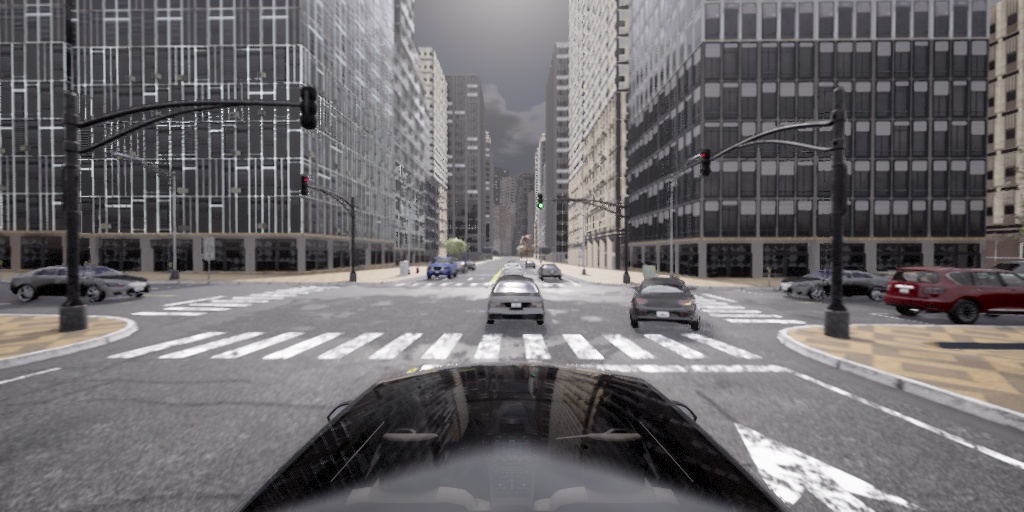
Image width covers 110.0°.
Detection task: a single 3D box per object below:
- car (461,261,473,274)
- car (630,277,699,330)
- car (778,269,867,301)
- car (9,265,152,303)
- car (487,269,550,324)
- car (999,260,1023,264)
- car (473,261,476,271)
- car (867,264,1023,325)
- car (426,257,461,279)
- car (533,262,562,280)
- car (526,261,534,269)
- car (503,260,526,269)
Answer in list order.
[{"bbox_3d":[-6.555,1.390,44.266,2.128,1.511,4.902,0,0,0],"label":"car"},{"bbox_3d":[4.965,1.417,11.707,1.812,1.442,4.674,-1,-1,24],"label":"car"},{"bbox_3d":[16.450,1.437,18.378,4.902,1.511,2.128,1,1,1],"label":"car"},{"bbox_3d":[-18.797,1.162,15.766,4.902,1.511,2.128,1,1,1],"label":"car"},{"bbox_3d":[0.117,1.419,12.735,2.033,1.411,5.357,1,1,0],"label":"car"},{"bbox_3d":[26.343,1.253,18.203,5.566,2.045,2.150,0,1,1],"label":"car"},{"bbox_3d":[-6.489,1.478,54.572,2.033,1.411,5.357,0,0,0],"label":"car"},{"bbox_3d":[16.195,1.326,12.599,5.009,1.841,2.192,0,0,1],"label":"car"},{"bbox_3d":[-6.591,1.088,34.349,2.150,2.045,5.566,0,0,0],"label":"car"},{"bbox_3d":[3.361,1.408,32.637,2.033,1.411,5.357,0,0,0],"label":"car"},{"bbox_3d":[3.264,1.504,63.568,2.033,1.411,5.357,0,0,0],"label":"car"},{"bbox_3d":[0.109,1.395,35.348,1.812,1.442,4.674,0,0,0],"label":"car"}]
